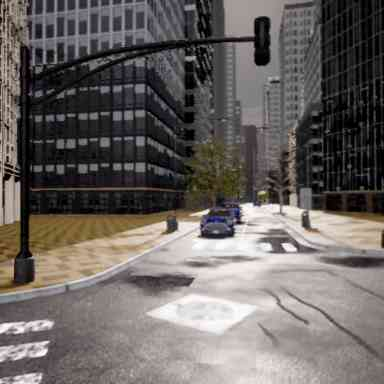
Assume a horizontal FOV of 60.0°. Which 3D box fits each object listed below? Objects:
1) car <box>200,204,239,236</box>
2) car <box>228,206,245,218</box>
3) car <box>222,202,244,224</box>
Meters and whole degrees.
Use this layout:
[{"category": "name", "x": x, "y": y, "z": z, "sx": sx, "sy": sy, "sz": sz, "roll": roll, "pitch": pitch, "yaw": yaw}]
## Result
[{"category": "car", "x": 1.844, "y": 1.886, "z": 22.328, "sx": 2.097, "sy": 1.767, "sz": 4.553, "roll": 0, "pitch": -1, "yaw": 10}, {"category": "car", "x": 6.057, "y": 2.619, "z": 44.949, "sx": 2.033, "sy": 1.411, "sz": 5.357, "roll": 0, "pitch": -1, "yaw": 9}, {"category": "car", "x": 3.770, "y": 1.999, "z": 32.675, "sx": 2.150, "sy": 2.045, "sz": 5.566, "roll": 0, "pitch": -1, "yaw": 10}]
